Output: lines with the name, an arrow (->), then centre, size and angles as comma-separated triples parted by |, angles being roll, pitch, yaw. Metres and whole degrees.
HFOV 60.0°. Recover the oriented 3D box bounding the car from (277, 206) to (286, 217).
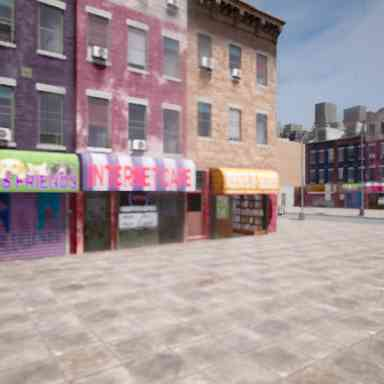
car -> 6.899, 1.604, 32.563 | 1.837, 1.490, 4.892 | 0, 0, -35
